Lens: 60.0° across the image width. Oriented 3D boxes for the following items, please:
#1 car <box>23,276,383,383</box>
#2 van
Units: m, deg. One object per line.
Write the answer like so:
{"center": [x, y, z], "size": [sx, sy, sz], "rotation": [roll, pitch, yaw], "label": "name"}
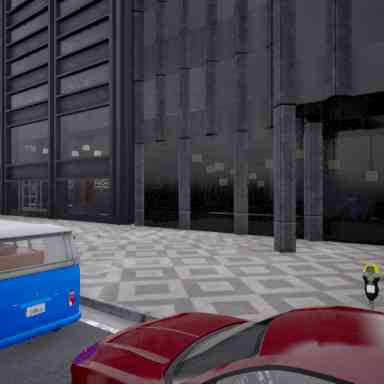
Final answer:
{"center": [0.971, 1.545, 2.272], "size": [4.507, 1.381, 1.887], "rotation": [0, 0, 36], "label": "car"}
{"center": [-3.593, 1.341, 5.531], "size": [3.998, 1.788, 1.690], "rotation": [0, 0, 36], "label": "van"}
